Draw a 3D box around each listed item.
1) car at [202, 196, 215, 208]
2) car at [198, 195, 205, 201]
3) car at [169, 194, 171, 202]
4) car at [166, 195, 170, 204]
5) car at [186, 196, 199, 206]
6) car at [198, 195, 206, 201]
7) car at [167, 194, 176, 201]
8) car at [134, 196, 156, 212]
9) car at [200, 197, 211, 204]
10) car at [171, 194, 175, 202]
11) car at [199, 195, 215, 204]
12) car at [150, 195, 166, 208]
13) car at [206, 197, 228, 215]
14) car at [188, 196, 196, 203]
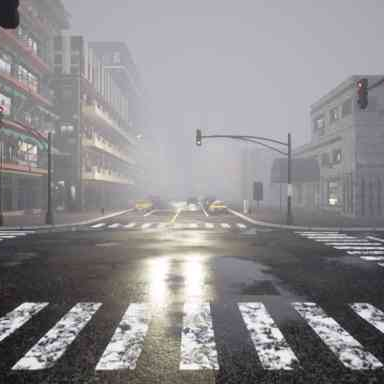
[{"bbox_3d":[2.673,1.624,44.867,1.802,1.307,4.206,0,0,0],"label":"car"},{"bbox_3d":[2.649,1.696,94.720,2.008,1.369,4.403,0,0,0],"label":"car"},{"bbox_3d":[-5.718,1.605,66.849,1.752,1.417,4.829,0,0,0],"label":"car"},{"bbox_3d":[-5.716,1.620,61.480,2.008,1.369,4.403,0,0,0],"label":"car"},{"bbox_3d":[0.075,1.567,58.130,1.837,1.490,4.892,0,0,0],"label":"car"},{"bbox_3d":[2.652,1.657,89.351,1.752,1.417,4.829,0,0,0],"label":"car"},{"bbox_3d":[-5.730,1.461,94.717,2.192,1.841,5.009,0,0,0],"label":"car"},{"bbox_3d":[-5.706,1.560,39.153,1.752,1.417,4.829,0,0,0],"label":"car"},{"bbox_3d":[2.663,1.631,67.024,2.008,1.369,4.403,0,0,0],"label":"car"},{"bbox_3d":[-5.723,1.649,78.099,1.887,1.381,4.507,0,0,0],"label":"car"},{"bbox_3d":[2.671,1.365,50.407,2.192,1.841,5.009,0,0,0],"label":"car"},{"bbox_3d":[-5.709,1.365,50.402,2.192,1.841,5.009,0,0,0],"label":"car"},{"bbox_3d":[2.678,1.554,33.959,1.752,1.417,4.829,0,0,0],"label":"car"},{"bbox_3d":[0.011,1.614,71.046,1.812,1.442,4.674,0,0,0],"label":"car"}]
